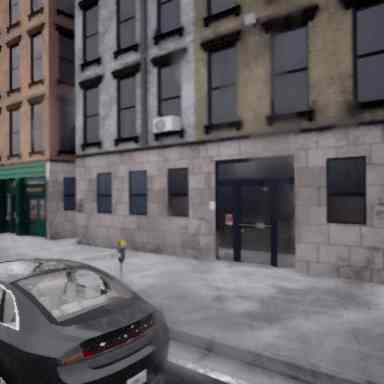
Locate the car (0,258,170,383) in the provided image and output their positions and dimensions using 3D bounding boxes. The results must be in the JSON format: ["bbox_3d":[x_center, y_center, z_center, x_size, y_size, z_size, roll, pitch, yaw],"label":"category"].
[{"bbox_3d":[-2.308,1.592,4.456,4.403,1.369,2.008,-1,0,36],"label":"car"}]
